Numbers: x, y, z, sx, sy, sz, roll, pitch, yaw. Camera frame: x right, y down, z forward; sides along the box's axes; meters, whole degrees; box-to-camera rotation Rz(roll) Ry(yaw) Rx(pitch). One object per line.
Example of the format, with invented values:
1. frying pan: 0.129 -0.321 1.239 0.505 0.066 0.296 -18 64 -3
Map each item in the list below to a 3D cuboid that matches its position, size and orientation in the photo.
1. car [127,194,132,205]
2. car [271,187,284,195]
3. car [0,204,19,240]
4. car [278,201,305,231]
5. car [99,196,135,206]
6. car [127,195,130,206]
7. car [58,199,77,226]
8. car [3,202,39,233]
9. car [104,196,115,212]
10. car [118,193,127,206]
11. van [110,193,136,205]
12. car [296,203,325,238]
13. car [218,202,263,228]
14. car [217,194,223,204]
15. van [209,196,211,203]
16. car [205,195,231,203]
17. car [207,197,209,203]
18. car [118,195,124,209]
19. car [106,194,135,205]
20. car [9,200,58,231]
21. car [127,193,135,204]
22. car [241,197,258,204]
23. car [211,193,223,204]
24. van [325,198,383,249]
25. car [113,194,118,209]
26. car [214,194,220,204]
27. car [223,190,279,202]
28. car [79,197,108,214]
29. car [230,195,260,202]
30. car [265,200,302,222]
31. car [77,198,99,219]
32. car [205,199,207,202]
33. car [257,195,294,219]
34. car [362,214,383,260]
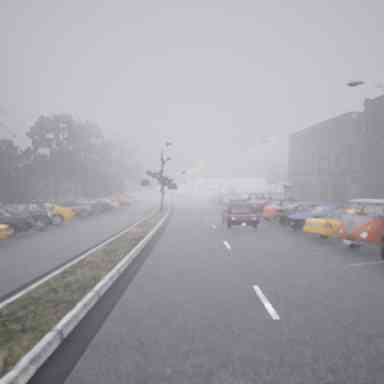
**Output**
1. car: -11.722 1.512 48.957 4.674 1.452 2.002 -1 0 -24
2. car: 19.909 0.113 79.170 2.002 1.452 4.674 -7 4 -30
3. car: -10.287 1.489 13.495 5.366 1.575 1.946 -1 0 -20
4. car: 7.721 1.464 18.760 5.008 1.535 2.097 1 0 -21
5. car: -12.346 1.469 54.785 5.366 1.575 1.946 -1 0 -24
6. car: -11.520 1.514 46.003 4.674 1.452 2.002 -1 0 -23
7. car: -10.549 1.488 22.329 5.008 1.535 2.097 -1 0 -21
8. car: -10.474 1.493 16.395 4.892 1.521 2.231 -1 0 -20
9. car: -10.894 1.480 34.174 5.008 1.535 2.097 -1 0 -22
10. car: -11.315 1.349 43.057 4.553 1.767 2.185 -1 0 -23
11. van: -12.598 1.238 60.813 4.442 1.987 1.878 -1 0 -25
12. car: 7.907 1.467 15.818 5.366 1.575 1.946 1 0 -20
13. car: 3.001 1.580 21.729 1.895 1.301 4.718 0 0 -1
14. car: 6.612 1.466 48.946 4.674 1.452 2.002 1 0 -24
15. van: 5.831 1.188 57.932 4.442 1.987 1.878 1 0 -25
16. car: 5.276 1.440 66.980 4.792 1.488 2.163 1 0 -26
17. car: 5.700 1.286 61.005 4.553 1.767 2.185 1 0 -25
18. car: -11.348 1.477 40.015 5.366 1.575 1.946 -1 0 -23
19. car: -12.399 1.341 57.826 4.553 1.767 2.185 -1 0 -25
20. car: -10.485 1.364 19.373 4.553 1.767 2.185 -1 0 -21
21. car: -11.777 1.465 51.991 5.366 1.575 1.946 -1 0 -24
22. car: 7.476 1.448 30.844 5.008 1.535 2.097 1 0 -22
23. car: 6.183 1.420 54.973 4.892 1.521 2.231 1 0 -25
24. van: 7.643 1.244 12.690 4.442 1.987 1.878 1 0 -20
25. car: -11.063 1.354 37.125 4.553 1.767 2.185 -1 0 -22
26. car: 6.396 1.462 51.963 4.674 1.452 2.002 1 0 -24
27. car: 7.106 1.186 39.882 5.566 2.045 2.435 1 0 -23
28. car: -10.761 1.511 31.231 4.792 1.488 2.163 -1 0 -22
29. car: 7.270 1.441 36.878 5.008 1.535 2.097 1 0 -23
30. car: 7.664 1.461 21.779 4.892 1.521 2.231 1 0 -21
31. car: -10.725 1.514 28.237 4.792 1.488 2.163 -1 0 -21
32. car: 5.222 1.403 63.920 5.366 1.575 1.946 1 0 -26
33. car: 7.604 1.331 24.798 4.553 1.767 2.185 1 0 -21
34. car: 7.782 1.504 9.734 4.792 1.488 2.163 1 0 -20
